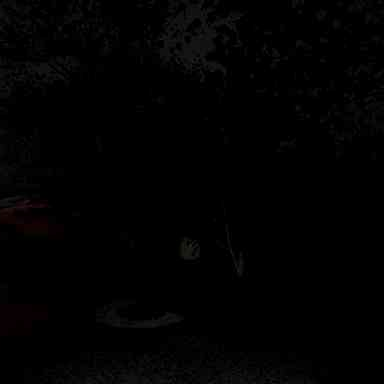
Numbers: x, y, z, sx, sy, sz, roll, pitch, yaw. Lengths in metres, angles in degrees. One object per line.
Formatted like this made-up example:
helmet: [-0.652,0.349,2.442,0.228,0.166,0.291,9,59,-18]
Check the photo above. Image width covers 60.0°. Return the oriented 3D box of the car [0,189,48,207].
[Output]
car: [-16.501,0.569,31.861,4.792,1.488,2.163,1,2,-30]

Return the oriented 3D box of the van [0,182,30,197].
van: [-26.257,-0.368,48.585,4.442,1.987,1.878,1,1,-30]

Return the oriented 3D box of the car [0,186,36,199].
car: [-23.389,0.036,43.856,5.008,1.535,2.097,1,1,-30]

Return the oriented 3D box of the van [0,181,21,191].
van: [-39.966,-1.255,72.786,4.442,1.987,1.878,1,1,-30]

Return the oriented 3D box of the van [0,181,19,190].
van: [-42.942,-1.436,77.471,4.442,1.987,1.878,1,1,-30]

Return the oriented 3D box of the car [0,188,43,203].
car: [-19.282,0.348,36.791,4.792,1.488,2.163,1,2,-30]

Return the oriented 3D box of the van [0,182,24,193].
van: [-34.427,-0.900,63.196,4.442,1.987,1.878,1,1,-30]

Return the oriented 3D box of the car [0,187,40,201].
car: [-20.601,0.252,39.075,4.792,1.488,2.163,1,1,-30]

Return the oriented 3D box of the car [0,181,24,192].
car: [-38.706,-1.194,70.315,5.566,2.045,2.435,1,1,-30]

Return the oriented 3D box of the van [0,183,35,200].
van: [-22.088,-0.099,41.383,4.442,1.987,1.878,1,1,-30]

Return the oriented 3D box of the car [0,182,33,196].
car: [-27.564,-0.481,51.026,5.566,2.045,2.435,1,1,-30]

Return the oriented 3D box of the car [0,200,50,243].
car: [-6.854,1.323,15.201,5.008,1.535,2.097,1,2,-30]

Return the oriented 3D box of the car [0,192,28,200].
car: [-8.203,1.086,17.614,4.553,1.767,2.185,1,2,-30]

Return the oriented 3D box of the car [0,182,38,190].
car: [-15.058,0.402,29.485,5.566,2.045,2.435,1,2,-30]

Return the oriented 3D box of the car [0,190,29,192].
car: [-12.485,0.872,24.592,5.366,1.575,1.946,1,2,-30]

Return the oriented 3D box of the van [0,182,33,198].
van: [-24.671,-0.276,46.304,4.442,1.987,1.878,1,1,-30]
